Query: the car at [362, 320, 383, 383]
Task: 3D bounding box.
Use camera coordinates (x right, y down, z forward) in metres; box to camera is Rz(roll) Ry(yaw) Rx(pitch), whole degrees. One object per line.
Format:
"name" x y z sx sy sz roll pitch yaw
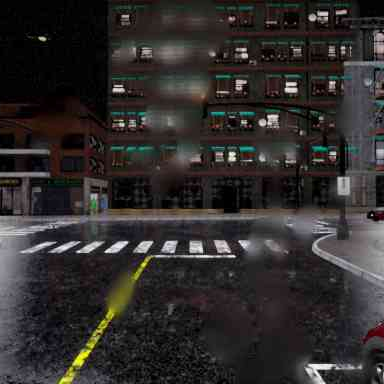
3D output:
"car" 2.753 1.441 1.902 1.967 1.590 4.097 1 0 0

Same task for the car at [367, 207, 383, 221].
"car" 14.796 1.452 23.616 4.181 1.385 1.994 -1 -1 1
